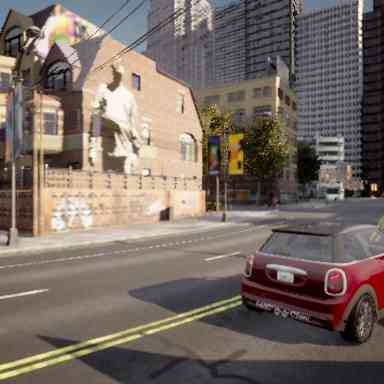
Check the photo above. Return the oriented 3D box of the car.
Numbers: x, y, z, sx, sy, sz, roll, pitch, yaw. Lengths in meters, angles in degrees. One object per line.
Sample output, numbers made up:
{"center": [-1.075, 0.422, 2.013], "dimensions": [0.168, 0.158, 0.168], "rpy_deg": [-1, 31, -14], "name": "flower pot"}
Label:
{"center": [3.075, 1.391, 6.804], "dimensions": [4.553, 1.767, 2.097], "rpy_deg": [0, -1, -42], "name": "car"}
